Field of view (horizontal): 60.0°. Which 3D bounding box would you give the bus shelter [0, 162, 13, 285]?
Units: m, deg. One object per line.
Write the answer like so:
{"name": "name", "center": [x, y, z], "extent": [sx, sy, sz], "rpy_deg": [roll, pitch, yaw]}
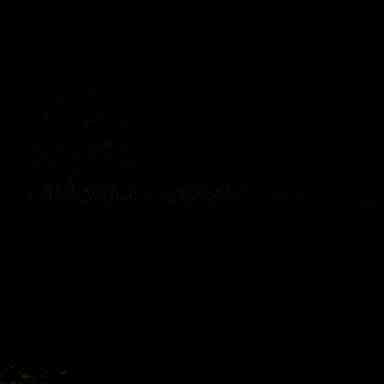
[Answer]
{"name": "bus shelter", "center": [-6.242, 0.624, 7.884], "extent": [3.880, 2.740, 1.920], "rpy_deg": [3, 1, 35]}
